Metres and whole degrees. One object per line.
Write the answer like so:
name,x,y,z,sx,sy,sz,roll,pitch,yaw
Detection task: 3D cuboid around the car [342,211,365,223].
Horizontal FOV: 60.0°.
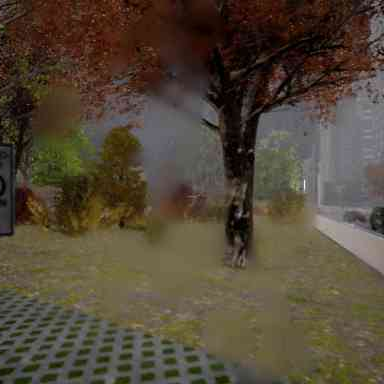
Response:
car,19.839,2.996,41.022,2.033,1.411,5.357,0,-2,15

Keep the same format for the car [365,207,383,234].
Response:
car,16.178,2.234,27.094,2.150,2.045,5.566,0,-2,15
